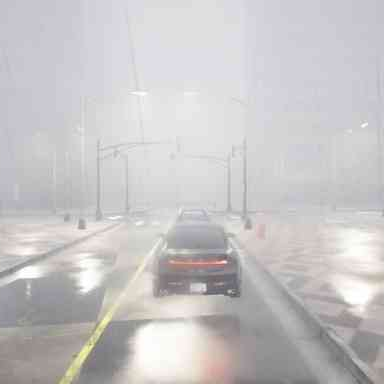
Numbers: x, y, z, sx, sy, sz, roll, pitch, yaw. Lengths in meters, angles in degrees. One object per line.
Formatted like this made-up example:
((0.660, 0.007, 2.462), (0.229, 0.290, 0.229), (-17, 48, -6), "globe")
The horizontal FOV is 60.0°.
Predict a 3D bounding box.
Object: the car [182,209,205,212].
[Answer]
((0.066, 1.556, 17.413), (1.994, 1.385, 4.181), (0, 0, 1), "car")

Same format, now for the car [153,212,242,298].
((0.103, 1.502, 8.510), (1.837, 1.490, 4.892), (0, 0, 0), "car")
